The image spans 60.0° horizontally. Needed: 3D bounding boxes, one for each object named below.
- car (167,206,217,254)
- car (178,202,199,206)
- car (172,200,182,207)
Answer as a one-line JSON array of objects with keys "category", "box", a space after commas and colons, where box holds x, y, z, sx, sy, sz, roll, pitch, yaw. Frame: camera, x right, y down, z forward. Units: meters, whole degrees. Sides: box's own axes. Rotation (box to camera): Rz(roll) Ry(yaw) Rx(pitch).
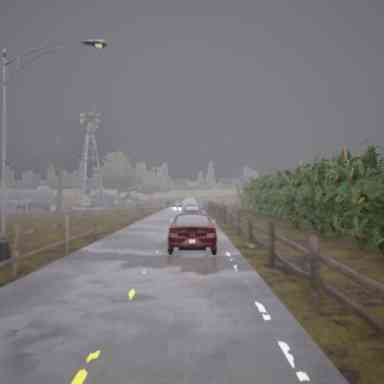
[{"category": "car", "box": [0.027, 1.607, 14.260, 1.882, 1.535, 5.008, 0, 0, 0]}, {"category": "car", "box": [0.024, 1.808, 28.915, 1.812, 1.442, 4.674, 0, 0, 1]}, {"category": "car", "box": [-2.769, 2.334, 65.721, 2.128, 1.511, 4.902, 0, -1, 0]}]
